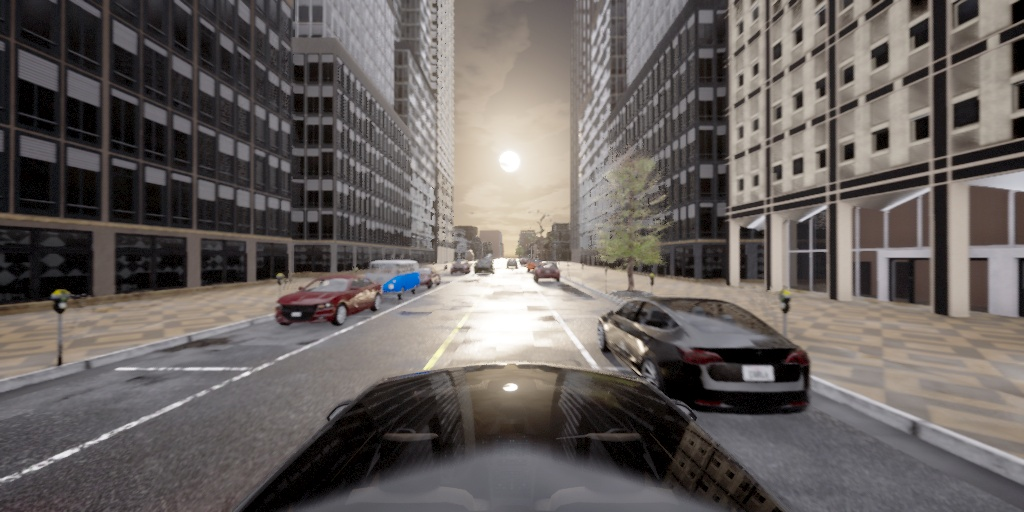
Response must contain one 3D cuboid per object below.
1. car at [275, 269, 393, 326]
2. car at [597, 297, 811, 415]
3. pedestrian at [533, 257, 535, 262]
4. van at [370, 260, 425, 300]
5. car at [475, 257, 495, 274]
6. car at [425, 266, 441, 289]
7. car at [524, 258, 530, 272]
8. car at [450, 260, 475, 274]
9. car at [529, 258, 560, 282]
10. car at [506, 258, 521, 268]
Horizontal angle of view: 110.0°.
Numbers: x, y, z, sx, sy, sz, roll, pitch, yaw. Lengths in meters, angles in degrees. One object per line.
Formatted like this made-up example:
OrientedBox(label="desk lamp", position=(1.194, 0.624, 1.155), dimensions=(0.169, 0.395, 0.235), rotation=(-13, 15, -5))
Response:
OrientedBox(label="car", position=(-5.691, 1.296, 11.705), dimensions=(1.888, 1.381, 4.507), rotation=(0, 0, 0))
OrientedBox(label="car", position=(2.689, 1.316, 6.001), dimensions=(1.948, 1.339, 4.313), rotation=(0, 0, 0))
OrientedBox(label="pedestrian", position=(2.999, 1.036, 49.884), dimensions=(0.375, 1.860, 0.375), rotation=(0, 0, -2))
OrientedBox(label="van", position=(-5.691, 1.091, 17.398), dimensions=(1.690, 1.789, 3.998), rotation=(0, 0, 0))
OrientedBox(label="car", position=(-3.086, 1.097, 40.480), dimensions=(2.097, 1.767, 4.553), rotation=(0, 0, 0))
OrientedBox(label="car", position=(-5.691, 1.332, 23.090), dimensions=(1.802, 1.307, 4.207), rotation=(0, 0, 0))
OrientedBox(label="car", position=(2.998, 1.095, 47.073), dimensions=(2.097, 1.767, 4.553), rotation=(0, 0, 0))
OrientedBox(label="car", position=(-5.692, 1.186, 40.166), dimensions=(1.967, 1.591, 4.097), rotation=(0, 0, 0))
OrientedBox(label="car", position=(2.689, 1.189, 28.768), dimensions=(1.967, 1.591, 4.097), rotation=(0, 0, 0))
OrientedBox(label="car", position=(0.000, 1.230, 59.580), dimensions=(2.128, 1.511, 4.902), rotation=(0, 0, 0))
